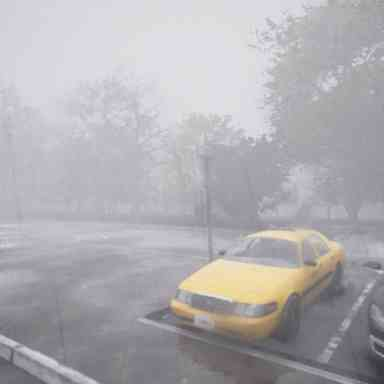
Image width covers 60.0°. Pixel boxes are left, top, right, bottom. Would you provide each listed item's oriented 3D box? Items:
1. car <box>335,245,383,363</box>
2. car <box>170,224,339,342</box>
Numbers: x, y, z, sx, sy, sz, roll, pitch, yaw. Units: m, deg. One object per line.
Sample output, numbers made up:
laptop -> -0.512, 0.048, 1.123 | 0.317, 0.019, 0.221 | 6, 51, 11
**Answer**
car -> 4.094, 1.459, 5.358 | 2.231, 1.521, 4.892 | 0, 0, 36
car -> 1.729, 1.472, 6.812 | 1.946, 1.575, 5.366 | 0, 0, 36
